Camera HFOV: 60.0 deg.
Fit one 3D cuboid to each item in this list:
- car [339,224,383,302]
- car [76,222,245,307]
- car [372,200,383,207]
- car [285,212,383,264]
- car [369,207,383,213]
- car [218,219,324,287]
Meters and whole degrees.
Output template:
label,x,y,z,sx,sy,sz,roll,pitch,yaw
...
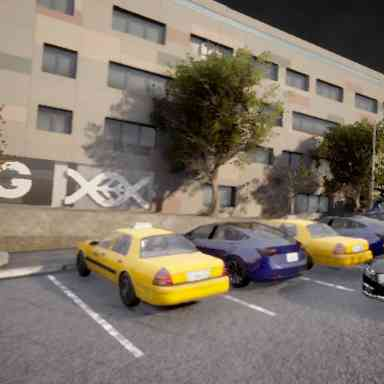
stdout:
label,x,y,z,sx,sy,sz,roll,pitch,yaw
car,5.728,1.591,7.464,4.902,1.511,2.128,1,0,-36
car,-1.362,1.517,8.224,1.946,1.575,5.366,1,0,-36
car,12.409,1.456,17.786,2.435,2.045,5.566,1,0,-36
car,5.551,1.643,12.964,2.163,1.488,4.792,1,0,-36
car,10.133,1.706,16.161,2.163,1.488,4.792,1,0,-36
car,1.002,1.581,9.718,2.163,1.488,4.792,1,0,-35
